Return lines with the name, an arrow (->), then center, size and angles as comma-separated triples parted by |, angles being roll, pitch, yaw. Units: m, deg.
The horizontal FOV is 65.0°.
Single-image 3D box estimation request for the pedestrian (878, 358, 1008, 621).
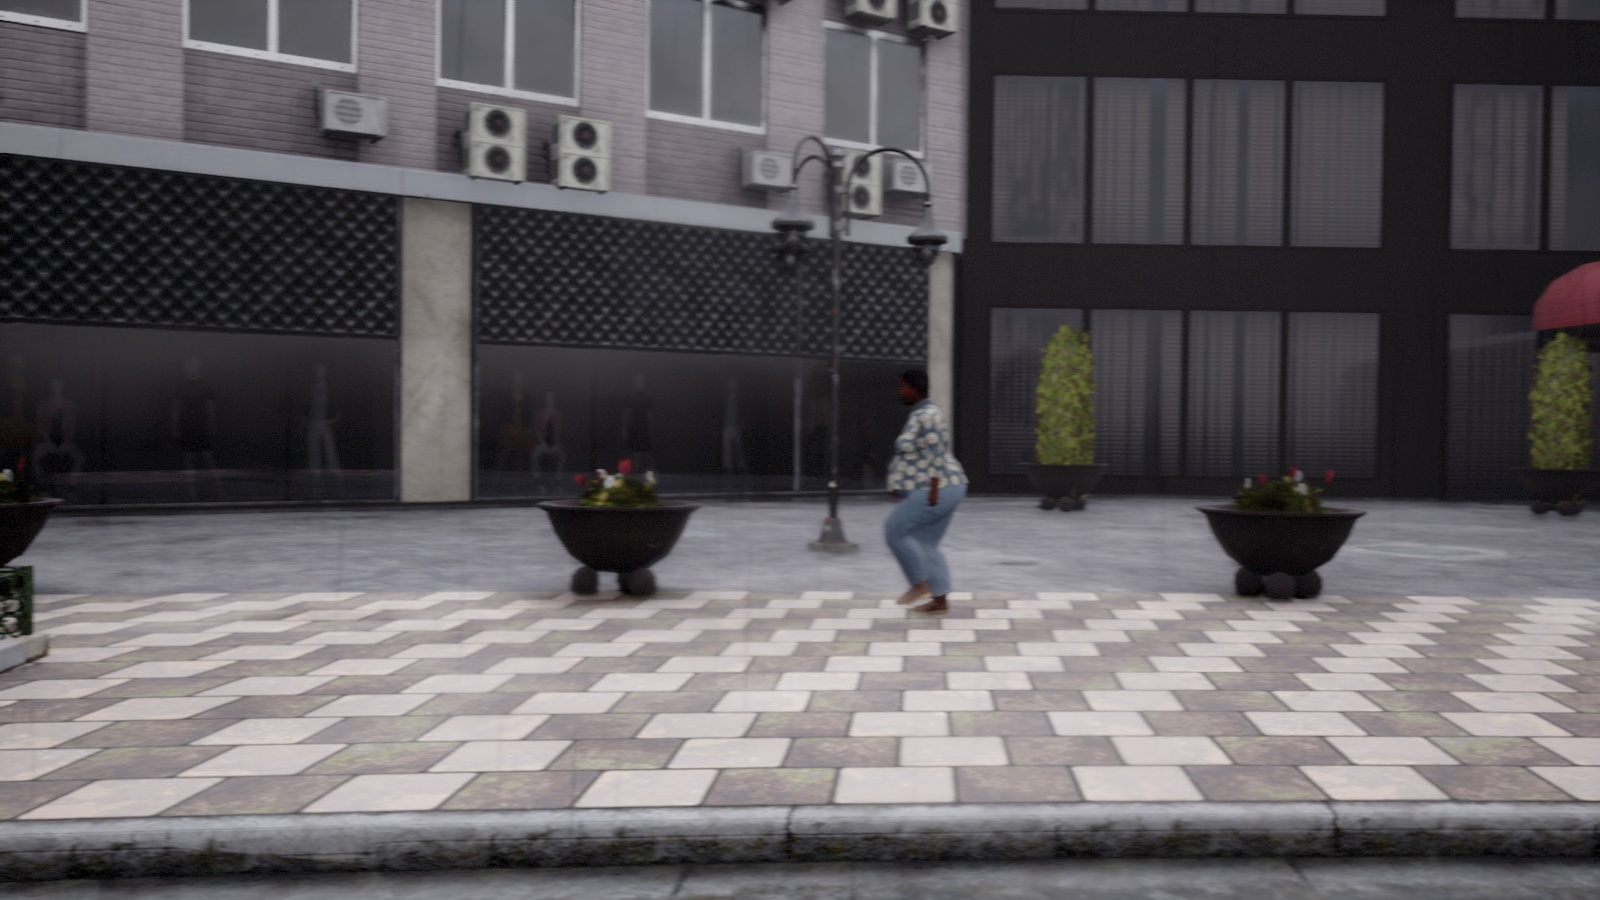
pedestrian -> 1.056, 0.278, 9.326 | 0.900, 1.855, 0.874 | 0, 1, 6
